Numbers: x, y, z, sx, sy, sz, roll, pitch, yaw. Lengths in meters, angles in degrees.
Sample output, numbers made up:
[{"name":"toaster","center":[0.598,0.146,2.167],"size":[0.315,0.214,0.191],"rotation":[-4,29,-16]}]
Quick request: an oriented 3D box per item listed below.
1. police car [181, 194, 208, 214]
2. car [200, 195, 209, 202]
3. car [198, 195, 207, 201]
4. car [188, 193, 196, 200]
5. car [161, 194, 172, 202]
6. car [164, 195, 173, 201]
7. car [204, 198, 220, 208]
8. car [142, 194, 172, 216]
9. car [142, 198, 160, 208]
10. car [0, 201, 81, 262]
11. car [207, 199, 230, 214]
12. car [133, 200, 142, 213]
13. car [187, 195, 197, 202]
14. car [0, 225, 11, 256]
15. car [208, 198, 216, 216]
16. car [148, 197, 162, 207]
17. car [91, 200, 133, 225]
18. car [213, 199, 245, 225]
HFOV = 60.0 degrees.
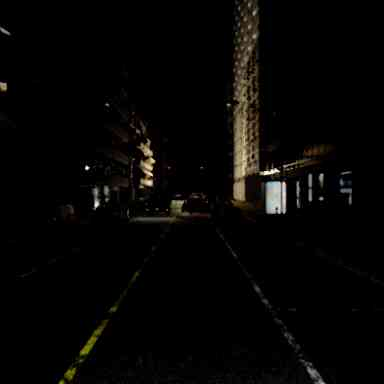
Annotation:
[{"name":"police car","center":[0.250,1.374,34.324],"size":[1.930,1.638,5.238],"rotation":[0,0,-18]},{"name":"car","center":[2.696,1.455,74.366],"size":[1.887,1.381,4.507],"rotation":[0,0,0]},{"name":"car","center":[2.696,1.453,85.664],"size":[2.008,1.369,4.403],"rotation":[0,0,0]},{"name":"car","center":[0.007,1.133,86.069],"size":[2.097,1.767,4.553],"rotation":[0,0,0]},{"name":"car","center":[-5.685,1.350,74.367],"size":[1.967,1.590,4.097],"rotation":[0,0,0]},{"name":"car","center":[-5.684,1.488,80.016],"size":[1.802,1.307,4.206],"rotation":[0,0,0]},{"name":"car","center":[2.694,1.501,46.124],"size":[1.947,1.339,4.313],"rotation":[0,0,0]},{"name":"car","center":[-3.096,1.177,32.299],"size":[2.150,2.045,5.566],"rotation":[0,0,0]},{"name":"car","center":[-5.688,1.501,46.124],"size":[1.947,1.339,4.313],"rotation":[0,0,0]},{"name":"car","center":[-5.691,1.297,12.233],"size":[2.192,1.841,5.009],"rotation":[0,0,0]},{"name":"car","center":[2.692,1.499,34.827],"size":[2.008,1.369,4.403],"rotation":[0,0,0]},{"name":"car","center":[-5.688,1.499,34.827],"size":[2.008,1.369,4.403],"rotation":[0,0,0]},{"name":"car","center":[0.006,1.328,69.057],"size":[1.837,1.490,4.892],"rotation":[0,0,0]},{"name":"car","center":[-5.691,1.572,6.585],"size":[1.802,1.307,4.206],"rotation":[0,0,0]},{"name":"car","center":[2.692,1.397,29.177],"size":[1.967,1.590,4.097],"rotation":[0,0,0]},{"name":"car","center":[-5.687,1.455,51.603],"size":[1.752,1.417,4.829],"rotation":[0,0,0]},{"name":"car","center":[-5.689,1.405,23.531],"size":[1.967,1.590,4.097],"rotation":[0,0,0]},{"name":"car","center":[2.691,1.490,23.700],"size":[1.752,1.417,4.829],"rotation":[0,0,0]}]
